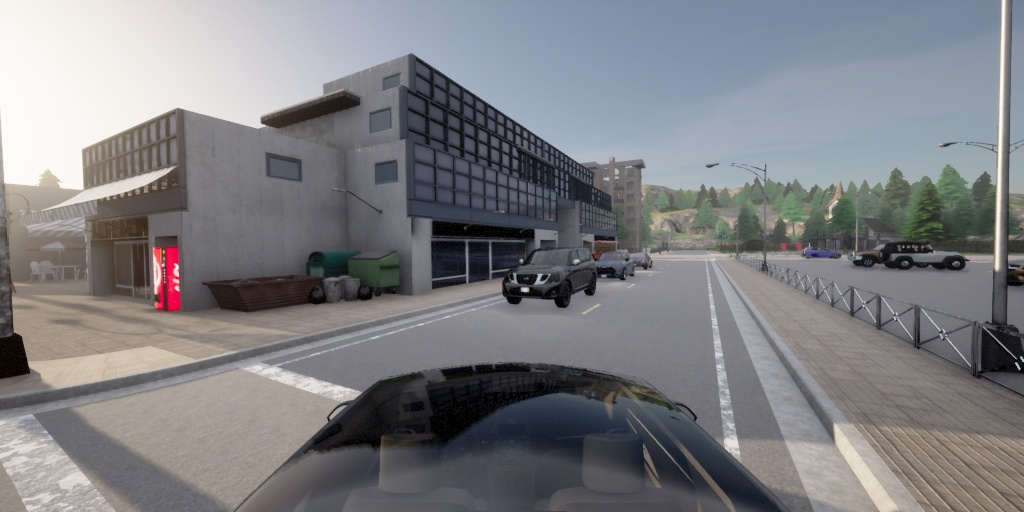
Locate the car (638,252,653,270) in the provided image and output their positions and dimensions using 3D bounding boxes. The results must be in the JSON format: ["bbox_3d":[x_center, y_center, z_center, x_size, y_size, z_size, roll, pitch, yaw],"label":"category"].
[{"bbox_3d":[11.205,0.394,31.701,1.812,1.442,4.674,0,2,28],"label":"car"}]

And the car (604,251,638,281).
[{"bbox_3d":[6.366,0.513,22.686,2.097,1.767,4.553,0,2,28],"label":"car"}]

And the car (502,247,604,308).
[{"bbox_3d":[1.718,0.665,14.018,2.150,2.045,5.566,0,2,28],"label":"car"}]
